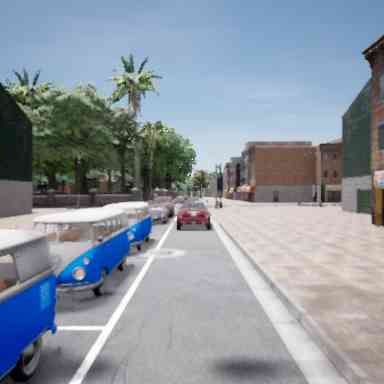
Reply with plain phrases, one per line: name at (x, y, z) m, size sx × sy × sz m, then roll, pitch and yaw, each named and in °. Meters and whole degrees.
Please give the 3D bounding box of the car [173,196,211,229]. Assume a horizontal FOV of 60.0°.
car at (0.105, 1.350, 21.873) m, size 2.097 × 1.767 × 4.553 m, roll 0°, pitch 0°, yaw 0°

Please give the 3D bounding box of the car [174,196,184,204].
car at (-2.627, 1.537, 68.306) m, size 1.967 × 1.590 × 4.097 m, roll 0°, pitch 0°, yaw 0°

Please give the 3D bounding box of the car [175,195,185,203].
car at (-2.625, 1.562, 73.994) m, size 1.967 × 1.590 × 4.097 m, roll 0°, pitch 0°, yaw 0°

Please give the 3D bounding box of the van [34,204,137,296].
van at (-2.637, 1.340, 8.301) m, size 1.690 × 1.788 × 3.998 m, roll 0°, pitch 0°, yaw 0°

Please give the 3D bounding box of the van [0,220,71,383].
van at (-2.638, 1.341, 2.836) m, size 1.690 × 1.788 × 3.998 m, roll 0°, pitch 0°, yaw 0°

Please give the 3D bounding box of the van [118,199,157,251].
van at (-2.635, 1.339, 13.765) m, size 1.690 × 1.788 × 3.998 m, roll 0°, pitch 0°, yaw 0°

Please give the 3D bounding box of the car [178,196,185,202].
car at (-2.624, 1.762, 85.371) m, size 1.802 × 1.307 × 4.206 m, roll 0°, pitch 0°, yaw 0°

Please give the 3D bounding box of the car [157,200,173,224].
car at (-2.633, 1.549, 24.694) m, size 2.008 × 1.369 × 4.403 m, roll 0°, pitch 0°, yaw 0°

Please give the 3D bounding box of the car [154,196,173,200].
car at (-2.633, 1.315, 30.157) m, size 2.192 × 1.841 × 5.009 m, roll 0°, pitch 0°, yaw 0°
